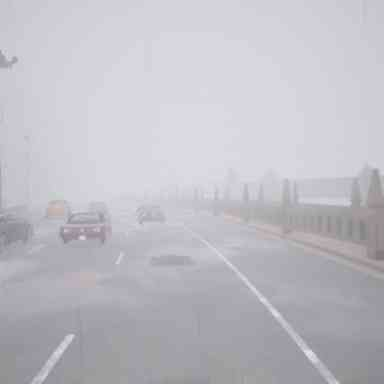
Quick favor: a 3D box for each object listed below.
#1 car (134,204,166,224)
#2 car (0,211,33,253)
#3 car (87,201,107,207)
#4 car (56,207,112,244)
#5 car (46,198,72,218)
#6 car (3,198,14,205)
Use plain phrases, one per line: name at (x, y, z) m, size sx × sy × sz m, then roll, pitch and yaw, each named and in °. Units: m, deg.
car at (-3.208, 1.577, 24.887) m, size 2.033 × 1.411 × 5.357 m, roll 0°, pitch 0°, yaw -14°
car at (-8.164, 1.540, 13.754) m, size 2.128 × 1.511 × 4.902 m, roll 0°, pitch 0°, yaw -8°
car at (-9.603, 1.622, 33.866) m, size 2.033 × 1.411 × 5.357 m, roll 0°, pitch 0°, yaw -20°
car at (-4.976, 1.636, 16.175) m, size 1.895 × 1.301 × 4.718 m, roll 0°, pitch 0°, yaw -9°
car at (-12.606, 1.447, 31.645) m, size 2.097 × 1.767 × 4.553 m, roll 0°, pitch 0°, yaw -18°
car at (-38.475, 1.864, 69.751) m, size 2.033 × 1.411 × 5.357 m, roll 0°, pitch 0°, yaw -27°
